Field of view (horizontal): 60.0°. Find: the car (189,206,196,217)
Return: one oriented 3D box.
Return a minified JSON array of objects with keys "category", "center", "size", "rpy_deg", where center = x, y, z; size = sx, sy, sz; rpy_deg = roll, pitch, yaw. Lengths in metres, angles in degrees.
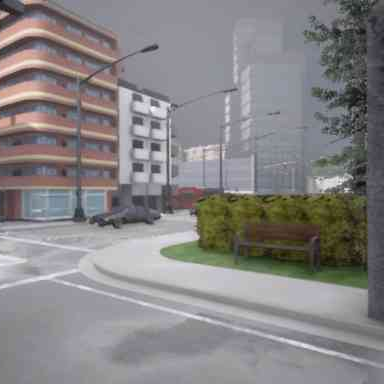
[{"category":"car","center":[1.686,1.529,31.336],"size":[1.882,1.535,5.008],"rpy_deg":[0,0,36]}]

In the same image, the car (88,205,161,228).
[{"category":"car","center":[-4.412,1.599,22.880],"size":[2.033,1.411,5.357],"rpy_deg":[0,0,36]}]
